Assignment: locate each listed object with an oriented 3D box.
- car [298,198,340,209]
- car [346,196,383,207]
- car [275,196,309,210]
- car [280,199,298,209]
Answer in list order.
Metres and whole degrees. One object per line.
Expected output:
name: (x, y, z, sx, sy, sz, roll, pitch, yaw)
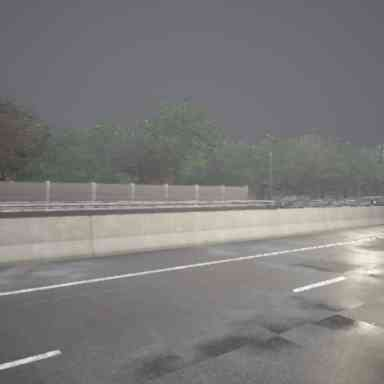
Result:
car: (13.808, 1.736, 35.299, 4.892, 1.490, 1.837, 1, 0, -35)
car: (17.906, 1.471, 33.921, 5.566, 2.045, 2.150, 1, 0, -35)
car: (13.267, 1.485, 43.493, 5.566, 2.045, 2.150, 1, 0, -35)
car: (12.727, 1.804, 38.817, 4.181, 1.385, 1.994, 1, 0, -35)
